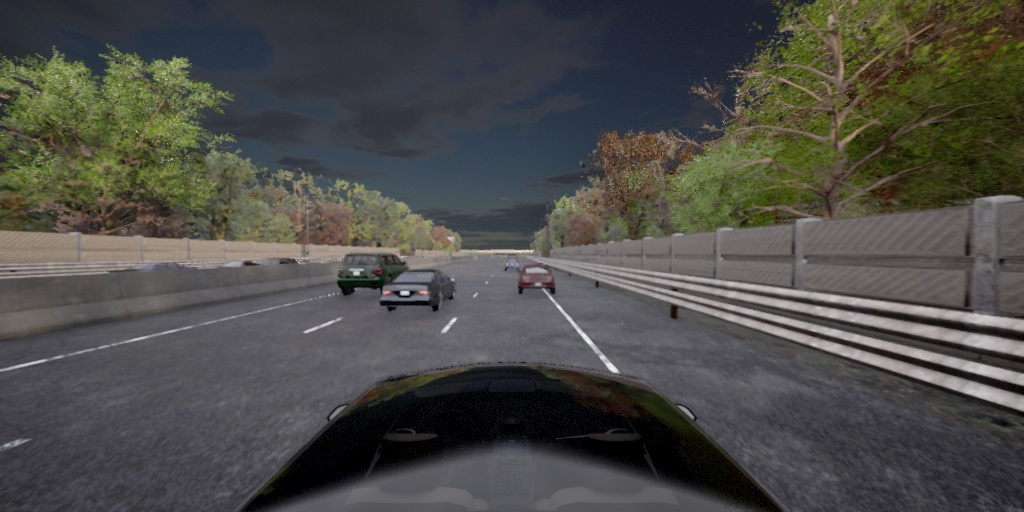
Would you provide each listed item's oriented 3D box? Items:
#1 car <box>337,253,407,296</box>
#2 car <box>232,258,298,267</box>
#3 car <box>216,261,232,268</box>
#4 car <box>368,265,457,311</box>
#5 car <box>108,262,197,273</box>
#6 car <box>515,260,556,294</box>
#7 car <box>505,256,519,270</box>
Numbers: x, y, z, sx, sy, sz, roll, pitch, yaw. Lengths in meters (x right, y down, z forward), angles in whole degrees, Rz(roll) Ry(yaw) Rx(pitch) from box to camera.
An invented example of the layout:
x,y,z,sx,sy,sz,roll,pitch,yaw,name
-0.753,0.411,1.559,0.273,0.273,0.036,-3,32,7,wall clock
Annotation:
x,y,z,sx,sy,sz,roll,pitch,yaw,name
-6.902,0.844,18.589,2.150,2.045,5.566,0,0,0,car
-17.594,0.921,26.411,2.097,1.767,4.553,0,0,0,car
-21.086,1.087,27.585,1.812,1.442,4.674,0,0,0,car
-3.403,1.202,13.888,2.033,1.411,5.357,0,0,0,car
-24.597,1.129,24.700,2.033,1.411,5.357,0,0,0,car
1.226,1.145,19.125,1.812,1.442,4.674,0,0,0,car
0.057,0.996,43.745,2.033,1.411,5.357,0,0,1,car
